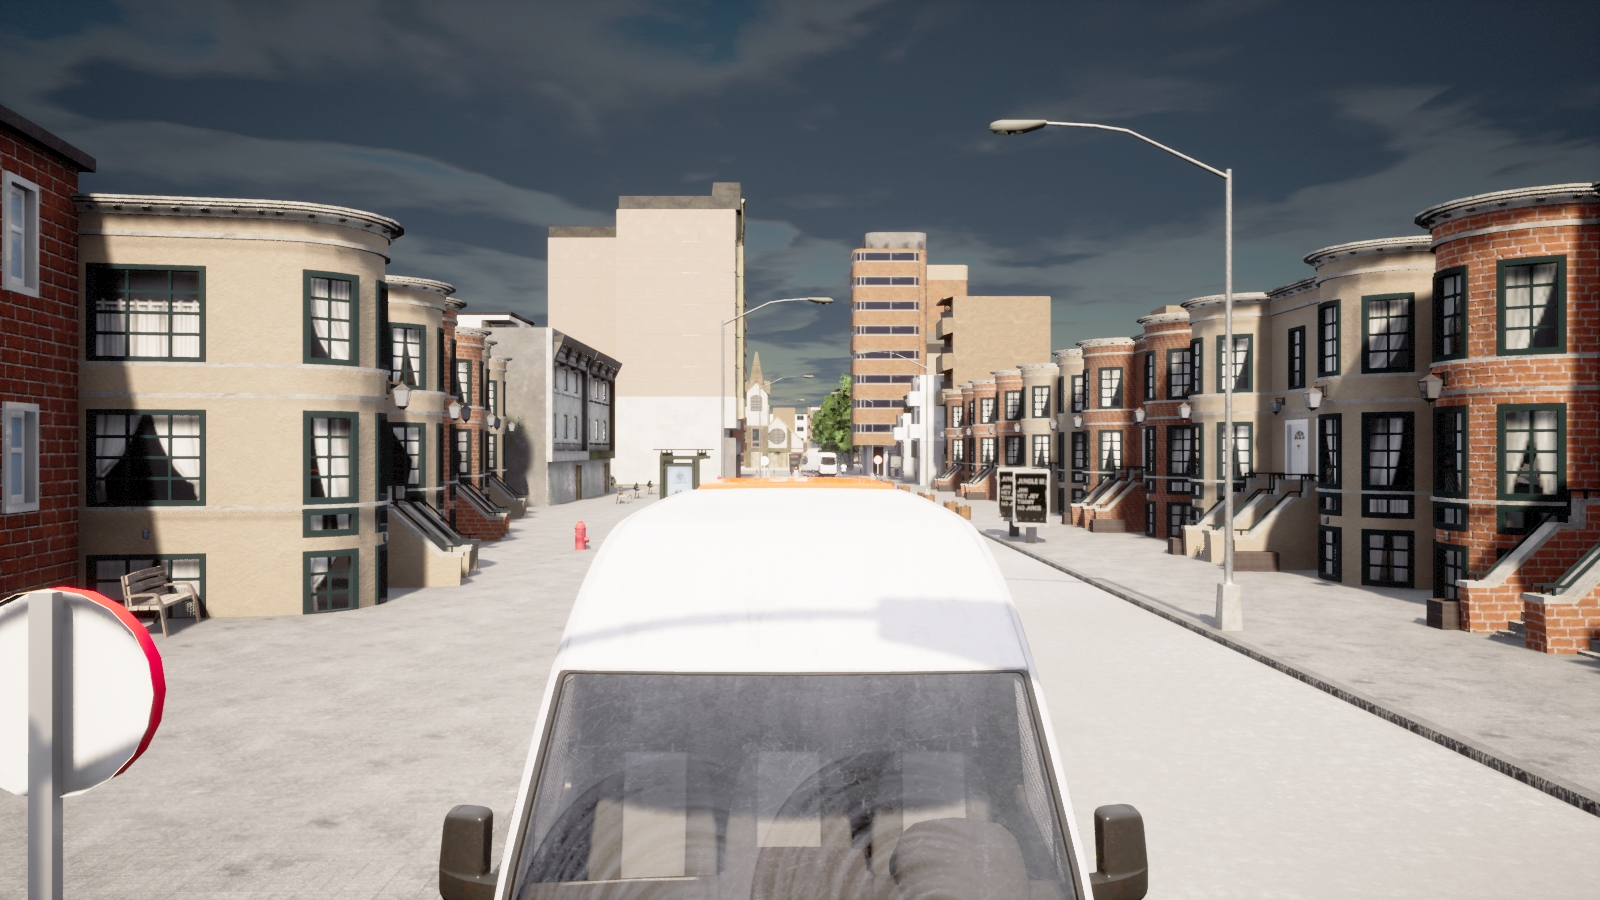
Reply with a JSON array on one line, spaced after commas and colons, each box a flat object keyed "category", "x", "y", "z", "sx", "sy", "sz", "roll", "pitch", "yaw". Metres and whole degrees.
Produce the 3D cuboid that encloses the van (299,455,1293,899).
[{"category": "van", "x": -0.019, "y": 1.314, "z": 5.243, "sx": 1.988, "sy": 2.561, "sz": 5.915, "roll": 0, "pitch": 0, "yaw": 0}]
